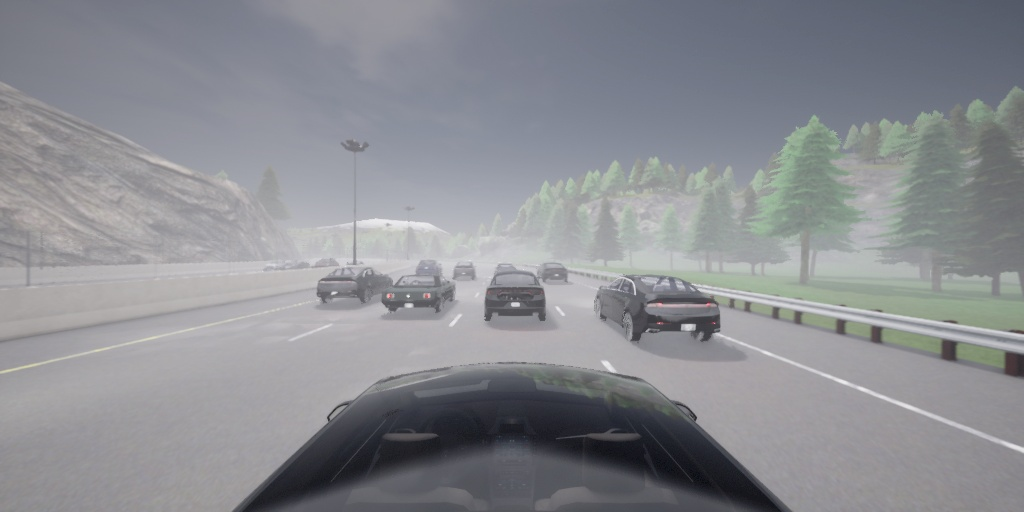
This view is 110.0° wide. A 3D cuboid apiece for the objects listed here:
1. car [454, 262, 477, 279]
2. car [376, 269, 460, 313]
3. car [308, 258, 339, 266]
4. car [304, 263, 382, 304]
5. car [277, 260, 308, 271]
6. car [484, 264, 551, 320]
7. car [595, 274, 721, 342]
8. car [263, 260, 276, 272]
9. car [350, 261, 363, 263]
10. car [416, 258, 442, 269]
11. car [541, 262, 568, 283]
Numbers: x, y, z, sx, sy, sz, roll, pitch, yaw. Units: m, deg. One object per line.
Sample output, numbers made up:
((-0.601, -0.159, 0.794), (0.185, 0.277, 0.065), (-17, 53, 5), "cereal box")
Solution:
((-4.195, 1.246, 32.010), (2.128, 1.511, 4.902), (0, 0, -4), "car")
((-3.422, 1.353, 14.090), (1.895, 1.301, 4.718), (0, 0, 0), "car")
((-23.678, 1.108, 45.759), (2.097, 1.767, 4.553), (0, 0, -9), "car")
((-6.949, 1.244, 16.366), (2.128, 1.511, 4.902), (0, 0, -1), "car")
((-27.139, 1.247, 45.229), (2.128, 1.511, 4.902), (0, 0, -9), "car")
((0.085, 1.229, 12.672), (1.882, 1.535, 5.008), (0, 0, 0), "car")
((3.597, 1.243, 9.737), (2.128, 1.511, 4.902), (0, 0, 0), "car")
((-31.086, 1.282, 47.703), (1.812, 1.442, 4.674), (0, 0, -10), "car")
((-20.295, 1.321, 46.728), (1.994, 1.385, 4.181), (0, 0, -9), "car")
((-7.961, 1.107, 34.624), (2.097, 1.767, 4.553), (0, 0, -5), "car")
((3.083, 1.232, 28.407), (1.882, 1.535, 5.008), (0, 0, -3), "car")
